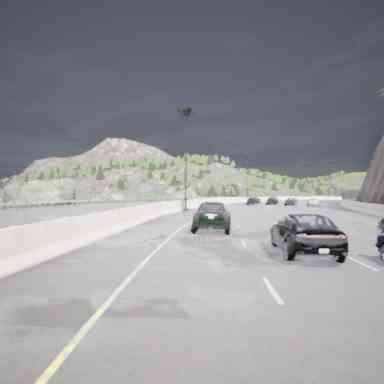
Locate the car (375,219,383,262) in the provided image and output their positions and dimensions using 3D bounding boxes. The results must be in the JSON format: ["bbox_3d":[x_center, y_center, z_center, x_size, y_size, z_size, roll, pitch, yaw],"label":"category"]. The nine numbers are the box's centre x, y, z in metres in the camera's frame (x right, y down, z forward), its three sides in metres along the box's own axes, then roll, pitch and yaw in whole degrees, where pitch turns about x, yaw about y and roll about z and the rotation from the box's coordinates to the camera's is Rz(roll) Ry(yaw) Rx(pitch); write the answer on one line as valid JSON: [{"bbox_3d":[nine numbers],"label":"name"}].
[{"bbox_3d":[7.094,1.693,9.282,1.895,1.301,4.718,1,0,4],"label":"car"}]

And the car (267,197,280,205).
[{"bbox_3d":[15.364,1.699,62.963,1.837,1.490,4.892,0,0,22],"label":"car"}]

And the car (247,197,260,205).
[{"bbox_3d":[11.807,1.652,63.480,1.837,1.490,4.892,0,0,21],"label":"car"}]

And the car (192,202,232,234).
[{"bbox_3d":[1.252,1.365,19.746,2.097,1.767,4.553,1,0,7],"label":"car"}]

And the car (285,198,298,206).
[{"bbox_3d":[18.589,1.783,62.194,2.033,1.411,5.357,1,0,23],"label":"car"}]

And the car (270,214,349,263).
[{"bbox_3d":[4.093,1.544,12.279,2.128,1.511,4.902,1,0,4],"label":"car"}]

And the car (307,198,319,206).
[{"bbox_3d":[22.280,1.809,61.202,1.812,1.442,4.674,1,0,22],"label":"car"}]
